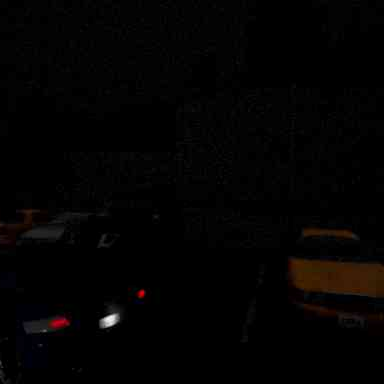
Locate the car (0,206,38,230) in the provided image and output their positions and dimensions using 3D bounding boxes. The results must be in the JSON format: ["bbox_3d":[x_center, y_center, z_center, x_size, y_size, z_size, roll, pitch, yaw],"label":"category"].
[{"bbox_3d":[-6.762,1.423,14.521,1.946,1.575,5.366,0,0,16],"label":"car"}]

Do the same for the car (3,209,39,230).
[{"bbox_3d":[-4.358,1.486,12.600,2.002,1.452,4.674,1,0,15],"label":"car"}]

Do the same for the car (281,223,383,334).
[{"bbox_3d":[2.926,1.480,7.186,1.946,1.575,5.366,1,0,15],"label":"car"}]

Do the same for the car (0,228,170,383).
[{"bbox_3d":[-2.642,1.551,5.264,4.181,1.385,1.994,0,0,36],"label":"car"}]

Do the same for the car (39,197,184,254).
[{"bbox_3d":[-1.914,1.215,10.824,2.435,2.045,5.566,1,0,16],"label":"car"}]
